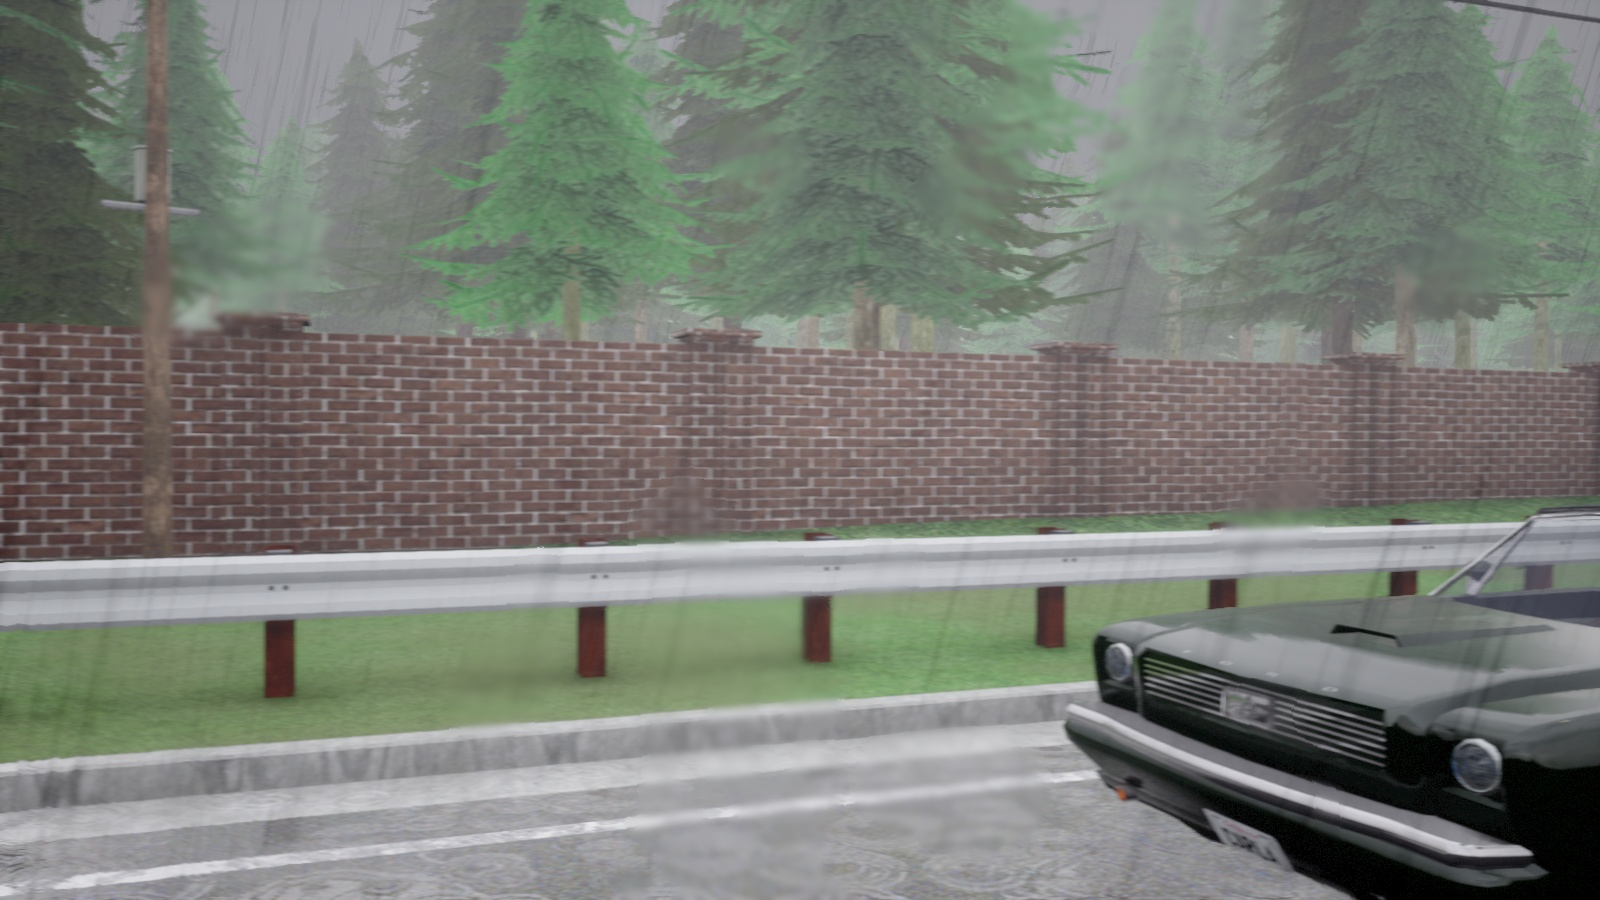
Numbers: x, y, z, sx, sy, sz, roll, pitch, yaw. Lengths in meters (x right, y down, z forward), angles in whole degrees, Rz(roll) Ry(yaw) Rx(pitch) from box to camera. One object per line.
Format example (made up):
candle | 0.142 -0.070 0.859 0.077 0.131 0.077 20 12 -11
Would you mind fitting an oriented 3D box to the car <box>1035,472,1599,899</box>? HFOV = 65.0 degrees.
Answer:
car | 3.398 0.770 4.535 4.718 1.301 1.895 -1 1 -22
